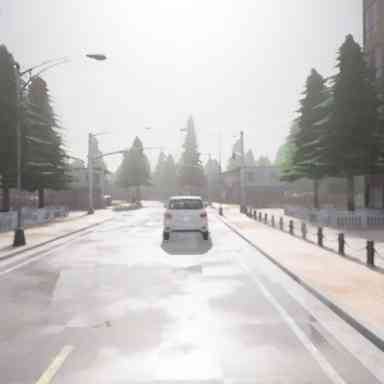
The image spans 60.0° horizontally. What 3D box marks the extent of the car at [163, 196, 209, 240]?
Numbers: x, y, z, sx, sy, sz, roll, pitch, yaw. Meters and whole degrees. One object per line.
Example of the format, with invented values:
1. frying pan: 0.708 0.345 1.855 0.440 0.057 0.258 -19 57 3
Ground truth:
1. car: -0.326 1.231 17.441 2.150 2.045 5.566 -1 0 -1
